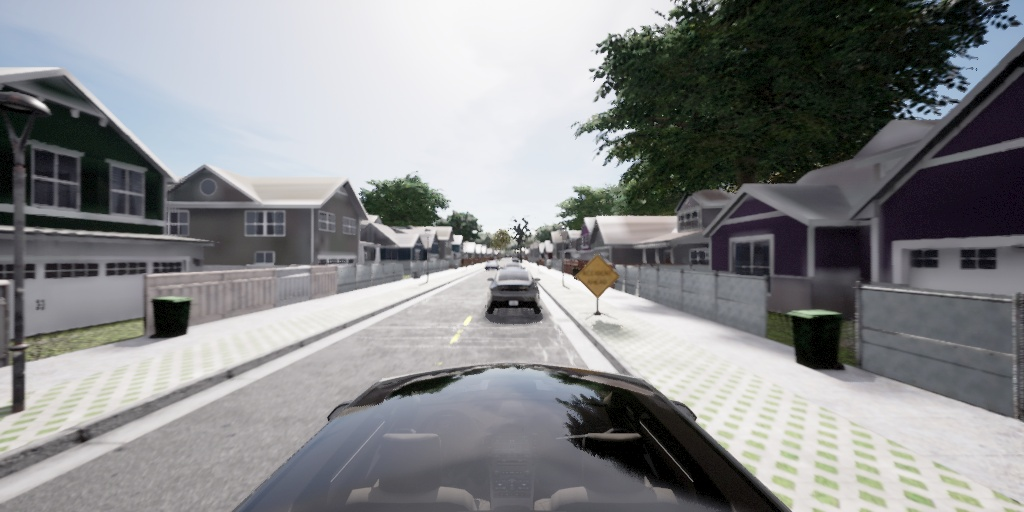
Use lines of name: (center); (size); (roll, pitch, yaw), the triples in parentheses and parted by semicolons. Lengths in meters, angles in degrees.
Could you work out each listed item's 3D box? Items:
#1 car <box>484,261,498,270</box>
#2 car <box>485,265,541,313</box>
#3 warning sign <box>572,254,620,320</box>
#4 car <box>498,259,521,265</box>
car: (-2.818, 1.354, 50.788); (2.033, 1.411, 5.357); (0, 0, 0)
car: (0.076, 1.270, 14.100); (1.837, 1.490, 4.892); (0, 0, 0)
warning sign: (2.520, 0.875, 10.584); (1.300, 1.860, 1.060); (0, 0, 0)
car: (0.081, 1.287, 29.268); (1.837, 1.490, 4.892); (0, 0, 0)
